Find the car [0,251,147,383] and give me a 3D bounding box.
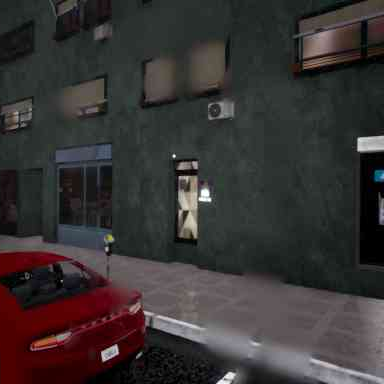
[{"bbox_3d":[-2.670,1.544,4.767,4.507,1.381,1.887,0,0,35],"label":"car"}]
